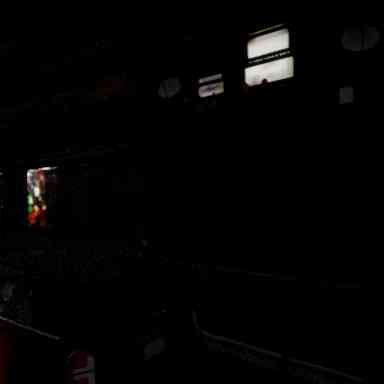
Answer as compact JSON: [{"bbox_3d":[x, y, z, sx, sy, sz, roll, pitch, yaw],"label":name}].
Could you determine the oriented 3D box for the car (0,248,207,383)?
[{"bbox_3d":[-1.916,1.423,4.123,4.097,1.590,1.967,0,-1,36],"label":"car"}]

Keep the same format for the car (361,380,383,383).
[{"bbox_3d":[2.581,1.552,0.901,4.507,1.381,1.887,0,-1,36],"label":"car"}]
